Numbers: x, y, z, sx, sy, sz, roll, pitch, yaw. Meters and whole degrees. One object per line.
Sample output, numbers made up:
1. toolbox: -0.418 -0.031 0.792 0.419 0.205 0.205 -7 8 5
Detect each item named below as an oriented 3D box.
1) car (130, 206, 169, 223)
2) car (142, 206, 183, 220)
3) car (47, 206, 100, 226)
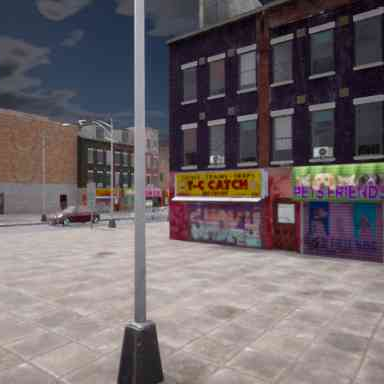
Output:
1. car: -3.348 2.117 30.412 1.895 1.301 4.718 0 -1 36
2. car: -3.063 2.171 35.504 2.008 1.369 4.403 -2 -2 36
3. car: -9.487 1.825 26.712 1.967 1.590 4.097 -2 -2 36
